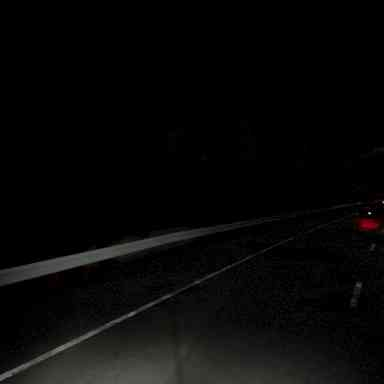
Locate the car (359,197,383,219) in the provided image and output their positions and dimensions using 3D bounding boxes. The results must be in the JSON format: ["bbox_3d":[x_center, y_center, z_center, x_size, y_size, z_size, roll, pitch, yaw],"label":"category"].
[{"bbox_3d":[16.120,1.505,29.556,1.837,1.490,4.892,0,0,35],"label":"car"}]

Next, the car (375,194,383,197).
[{"bbox_3d":[22.195,1.221,38.080,2.150,2.045,5.566,0,0,36],"label":"car"}]
